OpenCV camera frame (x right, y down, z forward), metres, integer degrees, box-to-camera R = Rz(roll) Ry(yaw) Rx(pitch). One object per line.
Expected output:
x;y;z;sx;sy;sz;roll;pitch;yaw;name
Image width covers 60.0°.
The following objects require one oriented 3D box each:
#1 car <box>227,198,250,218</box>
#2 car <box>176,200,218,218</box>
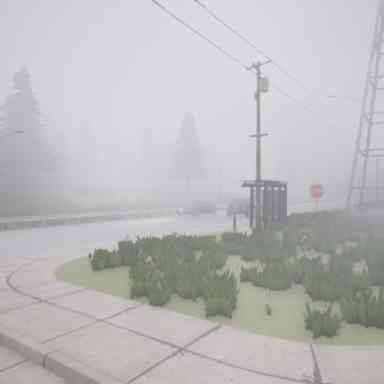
5.078;1.339;30.770;2.097;1.767;4.553;0;0;36;car
0.507;1.476;30.577;2.128;1.511;4.902;0;0;36;car
